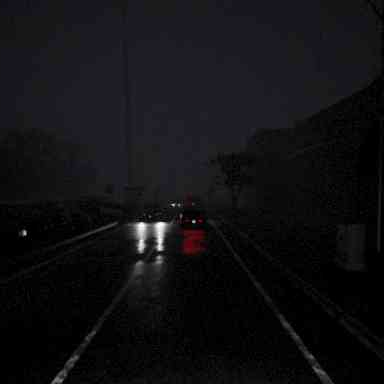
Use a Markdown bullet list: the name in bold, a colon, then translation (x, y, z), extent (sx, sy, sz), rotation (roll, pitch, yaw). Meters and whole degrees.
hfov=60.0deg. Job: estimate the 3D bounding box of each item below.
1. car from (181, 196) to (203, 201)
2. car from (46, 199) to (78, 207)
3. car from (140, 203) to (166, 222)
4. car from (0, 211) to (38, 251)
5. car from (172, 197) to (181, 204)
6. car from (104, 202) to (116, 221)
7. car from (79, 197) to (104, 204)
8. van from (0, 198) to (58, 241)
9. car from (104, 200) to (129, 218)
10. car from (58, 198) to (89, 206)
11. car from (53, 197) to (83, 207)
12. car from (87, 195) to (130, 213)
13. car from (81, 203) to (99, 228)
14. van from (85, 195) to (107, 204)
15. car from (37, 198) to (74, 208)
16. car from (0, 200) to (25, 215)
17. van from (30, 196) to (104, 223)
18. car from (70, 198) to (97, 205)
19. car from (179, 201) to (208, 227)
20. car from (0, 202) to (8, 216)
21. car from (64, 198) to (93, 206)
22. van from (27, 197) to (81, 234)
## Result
- **car**: translation (0.138, 1.494, 40.812), extent (2.150, 2.045, 5.566), rotation (0, 0, 0)
- **car**: translation (-22.042, 1.866, 56.606), extent (4.674, 1.452, 2.002), rotation (0, 0, 0)
- **car**: translation (-3.320, 1.723, 28.782), extent (1.837, 1.490, 4.892), rotation (0, 0, 0)
- **car**: translation (-8.976, 1.659, 12.876), extent (4.792, 1.488, 2.163), rotation (0, 0, 0)
- **car**: translation (-3.183, 1.774, 70.179), extent (2.033, 1.411, 5.357), rotation (0, 0, 0)
- **car**: translation (-8.955, 1.740, 26.895), extent (4.674, 1.452, 2.002), rotation (0, 0, 0)
- **car**: translation (-22.080, 1.935, 73.259), extent (4.792, 1.488, 2.163), rotation (0, 0, 0)
- **van**: translation (-9.064, 1.421, 15.681), extent (4.442, 1.987, 1.878), rotation (0, 0, 0)
- **car**: translation (-8.768, 1.708, 29.698), extent (5.366, 1.575, 1.946), rotation (0, 0, 0)
- **car**: translation (-22.052, 1.851, 62.158), extent (5.008, 1.535, 2.097), rotation (0, 0, 0)
- **car**: translation (-22.076, 1.713, 59.382), extent (4.553, 1.767, 2.185), rotation (0, 0, 0)
- **car**: translation (-8.926, 1.472, 32.503), extent (5.566, 2.045, 2.435), rotation (0, 0, 0)
- **car**: translation (-8.945, 1.676, 21.288), extent (5.008, 1.535, 2.097), rotation (0, 0, 0)
- **van**: translation (-21.934, 1.693, 76.034), extent (4.442, 1.987, 1.878), rotation (0, 0, 0)
- **car**: translation (-22.038, 1.814, 53.831), extent (5.008, 1.535, 2.097), rotation (0, 0, 0)
- **car**: translation (-21.850, 1.740, 37.177), extent (5.366, 1.575, 1.946), rotation (0, 0, 0)
- **van**: translation (-9.068, 1.462, 24.092), extent (4.442, 1.987, 1.878), rotation (0, 0, 0)
- **car**: translation (-22.077, 1.907, 67.707), extent (4.792, 1.488, 2.163), rotation (0, 0, 0)
- **car**: translation (0.122, 1.698, 24.279), extent (1.837, 1.490, 4.892), rotation (0, 0, 0)
- **car**: translation (-22.064, 1.761, 34.401), extent (4.792, 1.488, 2.163), rotation (0, 0, 0)
- **car**: translation (-22.041, 1.866, 64.933), extent (4.892, 1.521, 2.231), rotation (0, 0, 0)
- **van**: translation (-8.832, 1.437, 18.482), extent (4.442, 1.987, 1.878), rotation (0, 0, 0)
